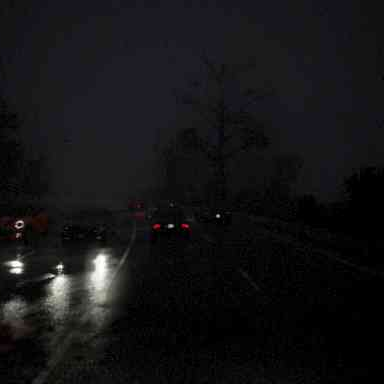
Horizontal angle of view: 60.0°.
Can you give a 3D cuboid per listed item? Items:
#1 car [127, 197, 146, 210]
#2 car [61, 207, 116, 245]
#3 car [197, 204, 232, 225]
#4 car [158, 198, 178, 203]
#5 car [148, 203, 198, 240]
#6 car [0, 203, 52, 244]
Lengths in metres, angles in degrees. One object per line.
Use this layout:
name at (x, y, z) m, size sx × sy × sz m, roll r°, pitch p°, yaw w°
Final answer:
car at (-7.096, 1.432, 41.989) m, size 1.837 × 1.490 × 4.892 m, roll 0°, pitch 0°, yaw -18°
car at (-4.717, 1.463, 15.722) m, size 1.882 × 1.535 × 5.008 m, roll 0°, pitch 0°, yaw -7°
car at (1.330, 1.485, 23.164) m, size 1.994 × 1.385 × 4.181 m, roll 0°, pitch 0°, yaw -10°
car at (-2.967, 1.456, 40.558) m, size 1.994 × 1.385 × 4.181 m, roll -1°, pitch 0°, yaw -17°
car at (-1.196, 1.507, 16.818) m, size 2.033 × 1.411 × 5.357 m, roll 0°, pitch 0°, yaw -7°
car at (-8.253, 1.360, 15.734) m, size 2.097 × 1.767 × 4.553 m, roll 0°, pitch 0°, yaw -7°
